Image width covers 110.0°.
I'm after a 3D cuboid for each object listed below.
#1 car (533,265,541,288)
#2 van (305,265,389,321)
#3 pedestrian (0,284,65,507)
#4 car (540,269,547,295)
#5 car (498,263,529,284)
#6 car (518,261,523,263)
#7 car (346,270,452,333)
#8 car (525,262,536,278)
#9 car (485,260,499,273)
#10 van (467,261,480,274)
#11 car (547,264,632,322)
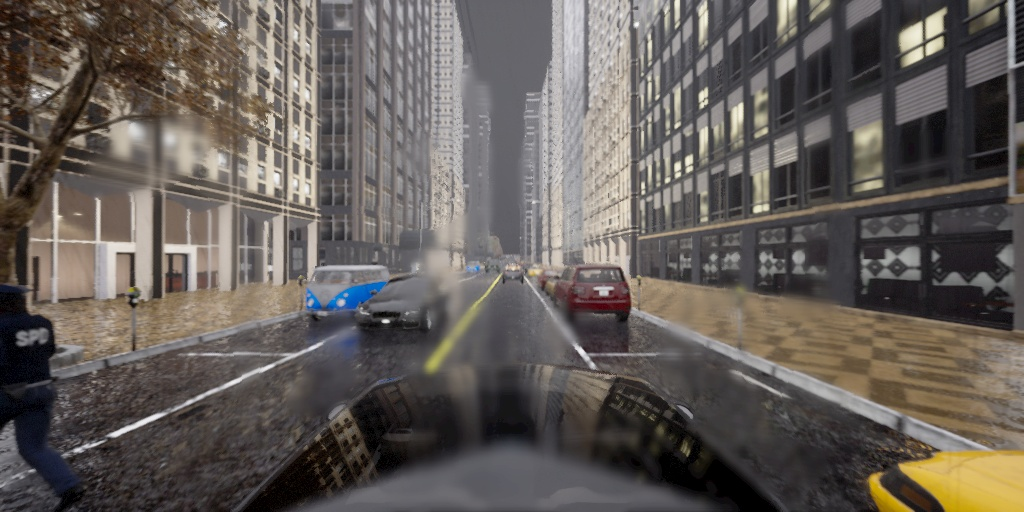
[{"bbox_3d":[2.688,1.560,24.250,1.888,1.381,4.507,0,0,0],"label":"car"},{"bbox_3d":[-5.692,1.223,12.859,1.690,1.789,3.998,0,0,0],"label":"van"},{"bbox_3d":[-3.869,1.056,2.744,0.375,1.860,0.375,0,0,0],"label":"pedestrian"},{"bbox_3d":[2.688,1.474,18.722,1.751,1.417,4.829,0,0,0],"label":"car"},{"bbox_3d":[0.092,1.595,31.823,2.128,1.511,4.902,0,-1,0],"label":"car"},{"bbox_3d":[0.091,1.726,44.830,1.882,1.535,5.008,0,0,0],"label":"car"},{"bbox_3d":[-3.098,1.367,11.260,1.837,1.490,4.892,0,0,0],"label":"car"},{"bbox_3d":[2.687,1.735,41.515,1.751,1.417,4.829,0,0,0],"label":"car"},{"bbox_3d":[-3.011,1.603,56.605,2.150,2.045,5.566,0,-1,0],"label":"car"},{"bbox_3d":[-5.695,1.676,52.745,1.690,1.789,3.998,0,0,0],"label":"van"},{"bbox_3d":[2.689,1.197,12.855,2.192,1.841,5.009,0,0,0],"label":"car"}]
